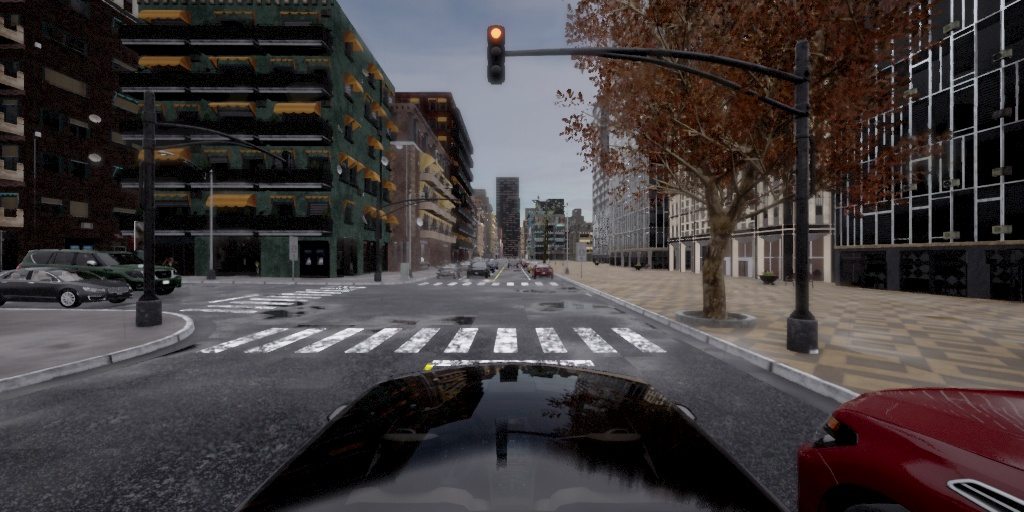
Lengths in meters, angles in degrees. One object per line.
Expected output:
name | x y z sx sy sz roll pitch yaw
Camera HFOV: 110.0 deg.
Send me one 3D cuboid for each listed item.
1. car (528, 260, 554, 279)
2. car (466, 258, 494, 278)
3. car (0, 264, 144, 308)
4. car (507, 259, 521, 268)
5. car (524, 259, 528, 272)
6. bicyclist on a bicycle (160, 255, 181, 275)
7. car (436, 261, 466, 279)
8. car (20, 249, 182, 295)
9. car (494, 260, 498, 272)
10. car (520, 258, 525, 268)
car | 2.725 1.307 32.365 1.888 1.381 4.507 0 0 0
car | -3.059 1.241 33.660 1.882 1.535 5.008 0 0 0
car | -16.422 1.091 12.970 4.403 1.370 2.007 0 0 -1
car | 0.170 1.287 62.430 2.128 1.511 4.902 0 0 0
car | 2.737 1.298 43.601 1.751 1.417 4.829 0 0 0
bicyclist on a bicycle | -23.144 0.761 24.238 0.582 1.620 1.656 1 0 -1
car | -5.655 1.312 32.375 2.007 1.370 4.403 0 0 0
car | -17.772 0.747 15.553 5.566 2.045 2.150 1 0 0
car | -3.035 1.374 43.683 1.895 1.301 4.718 0 0 0
car | 2.755 1.375 60.028 1.802 1.307 4.207 0 0 0
